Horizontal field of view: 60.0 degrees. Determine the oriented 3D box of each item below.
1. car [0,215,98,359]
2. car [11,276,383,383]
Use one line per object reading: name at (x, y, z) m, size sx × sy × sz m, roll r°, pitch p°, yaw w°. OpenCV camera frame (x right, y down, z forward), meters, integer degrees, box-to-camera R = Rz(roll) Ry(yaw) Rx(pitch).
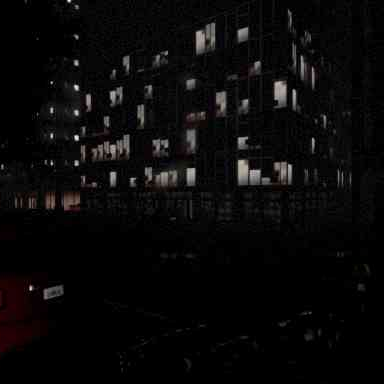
car at (-3.645, 1.315, 5.481) m, size 5.009 × 1.841 × 2.192 m, roll 0°, pitch 0°, yaw 36°
car at (0.850, 1.566, 2.272) m, size 4.313 × 1.339 × 1.947 m, roll 0°, pitch 0°, yaw 36°
